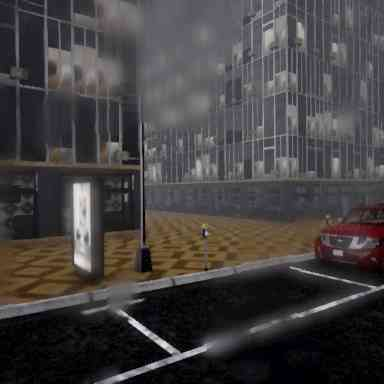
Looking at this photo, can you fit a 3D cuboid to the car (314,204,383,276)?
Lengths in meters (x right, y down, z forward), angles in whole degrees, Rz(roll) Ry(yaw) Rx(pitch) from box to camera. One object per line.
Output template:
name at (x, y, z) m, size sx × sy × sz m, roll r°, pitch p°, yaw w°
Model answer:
car at (5.952, 1.310, 10.359) m, size 5.009 × 1.841 × 2.192 m, roll 0°, pitch -1°, yaw -35°
